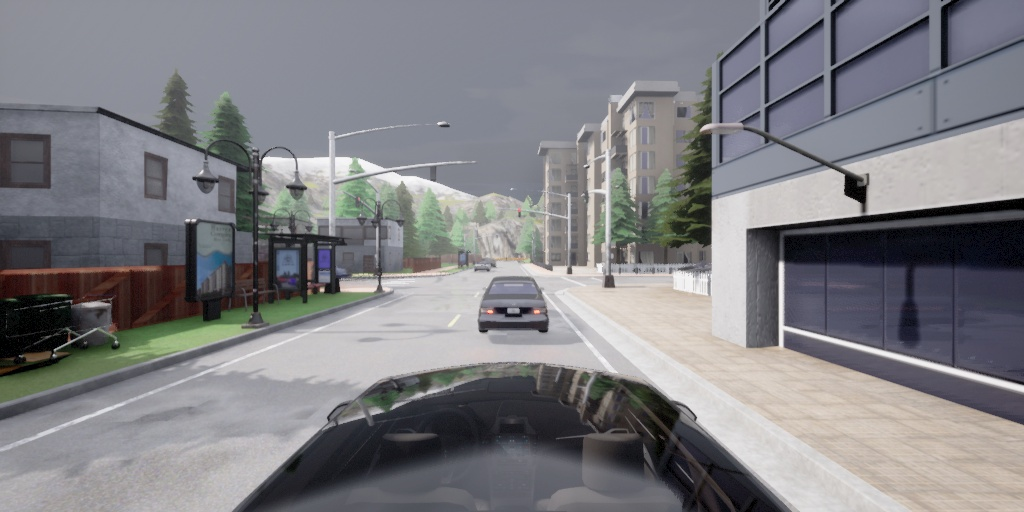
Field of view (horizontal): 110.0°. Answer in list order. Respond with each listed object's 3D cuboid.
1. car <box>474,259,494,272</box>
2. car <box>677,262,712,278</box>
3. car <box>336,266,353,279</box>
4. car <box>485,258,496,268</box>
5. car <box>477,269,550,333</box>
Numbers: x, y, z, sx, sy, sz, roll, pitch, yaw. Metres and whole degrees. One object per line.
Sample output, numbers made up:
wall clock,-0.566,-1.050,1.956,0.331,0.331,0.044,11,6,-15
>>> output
car,-3.731,1.345,45.410,1.895,1.301,4.718,0,0,0
car,16.599,1.250,30.700,4.902,1.511,2.128,0,0,-2
car,-15.858,1.274,28.986,5.357,1.411,2.033,0,0,-9
car,-3.752,1.095,59.425,2.097,1.767,4.553,0,0,0
car,0.041,1.296,10.700,2.033,1.411,5.357,0,0,0
